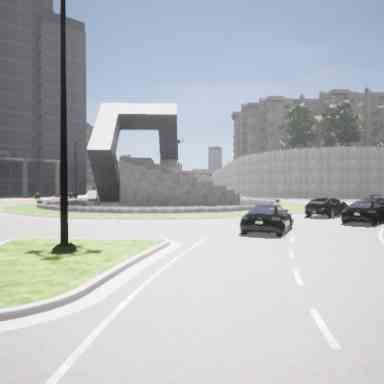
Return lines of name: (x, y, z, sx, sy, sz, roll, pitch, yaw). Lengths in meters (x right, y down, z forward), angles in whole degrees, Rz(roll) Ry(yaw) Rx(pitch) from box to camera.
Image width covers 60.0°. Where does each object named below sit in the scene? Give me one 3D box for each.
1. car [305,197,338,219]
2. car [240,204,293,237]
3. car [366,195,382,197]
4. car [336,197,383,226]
car: (10.136, 1.111, 24.954, 1.837, 1.490, 4.892, 1, 2, 43)
car: (3.804, 1.298, 16.649, 1.994, 1.385, 4.181, 0, 1, 24)
car: (19.920, 0.988, 36.491, 1.994, 1.385, 4.181, 0, 1, 9)
car: (10.888, 1.236, 20.671, 1.994, 1.385, 4.181, 1, 1, 43)
